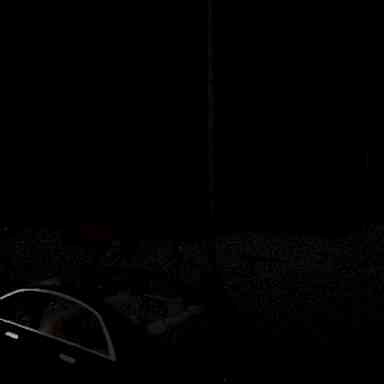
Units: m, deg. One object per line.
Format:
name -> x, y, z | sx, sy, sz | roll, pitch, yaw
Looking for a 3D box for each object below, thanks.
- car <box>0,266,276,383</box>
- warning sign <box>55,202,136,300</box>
car -> -1.268, 1.578, 3.868 | 4.403, 1.369, 2.008 | -1, 0, 35
warning sign -> -2.091, 1.164, 7.283 | 1.060, 1.860, 1.300 | -1, 0, 35
